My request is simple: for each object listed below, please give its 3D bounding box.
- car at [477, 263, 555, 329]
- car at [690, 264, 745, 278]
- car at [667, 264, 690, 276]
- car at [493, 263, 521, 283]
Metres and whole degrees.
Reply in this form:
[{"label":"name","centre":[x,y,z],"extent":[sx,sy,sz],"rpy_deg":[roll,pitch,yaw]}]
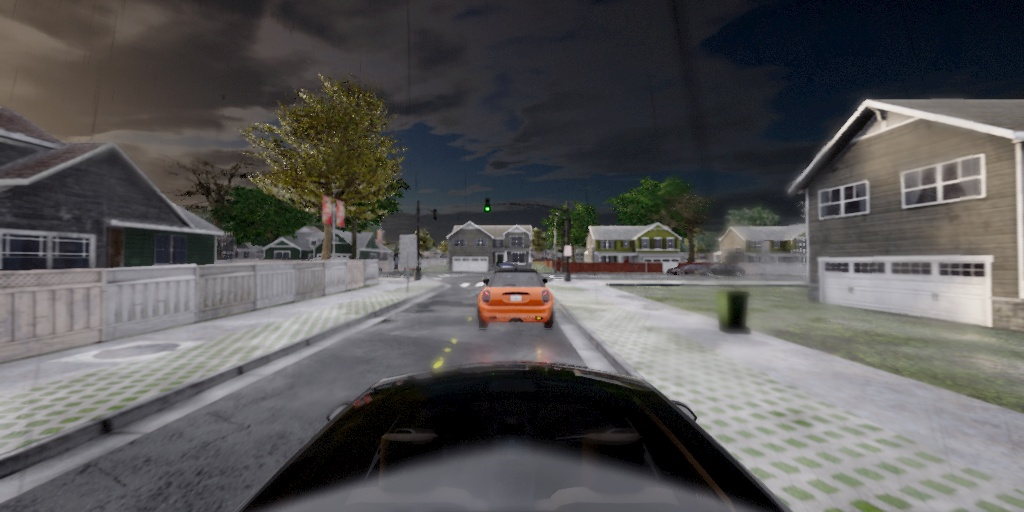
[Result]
[{"label":"car","centre":[0.109,1.141,11.552],"extent":[2.097,1.767,4.553],"rpy_deg":[0,0,0]},{"label":"car","centre":[22.221,1.560,38.384],"extent":[4.892,1.490,1.837],"rpy_deg":[0,-1,1]},{"label":"car","centre":[20.955,1.649,41.663],"extent":[5.357,1.411,2.033],"rpy_deg":[0,-1,1]},{"label":"car","centre":[-0.531,1.313,29.188],"extent":[1.812,1.442,4.674],"rpy_deg":[1,0,-6]}]
